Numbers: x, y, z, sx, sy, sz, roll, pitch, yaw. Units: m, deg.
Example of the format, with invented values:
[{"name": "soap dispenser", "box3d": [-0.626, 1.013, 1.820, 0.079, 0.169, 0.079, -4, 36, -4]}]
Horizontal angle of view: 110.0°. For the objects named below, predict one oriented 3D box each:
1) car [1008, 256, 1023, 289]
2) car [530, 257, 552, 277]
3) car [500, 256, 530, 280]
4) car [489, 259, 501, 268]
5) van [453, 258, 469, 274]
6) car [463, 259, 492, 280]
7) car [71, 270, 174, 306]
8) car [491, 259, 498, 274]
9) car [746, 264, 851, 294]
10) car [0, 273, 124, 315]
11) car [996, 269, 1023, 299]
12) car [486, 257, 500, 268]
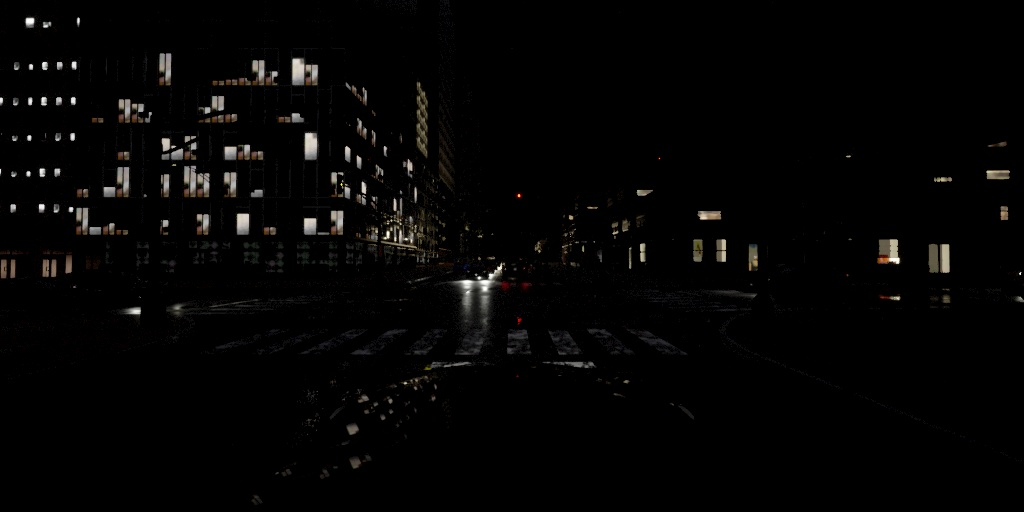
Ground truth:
[{"name": "car", "box3d": [29.295, 0.842, 18.439, 4.553, 1.767, 2.097, -1, -1, 1]}, {"name": "car", "box3d": [2.752, 1.196, 34.972, 1.967, 1.591, 4.097, 0, 0, 0]}, {"name": "car", "box3d": [0.197, 1.107, 31.477, 2.097, 1.767, 4.553, 0, 0, -1]}, {"name": "car", "box3d": [-2.939, 1.236, 62.720, 1.882, 1.535, 5.008, 0, 0, 1]}, {"name": "van", "box3d": [-5.618, 1.097, 40.623, 1.690, 1.789, 3.998, 0, 0, 0]}, {"name": "car", "box3d": [-3.018, 1.281, 32.071, 1.812, 1.442, 4.674, 0, 0, -1]}, {"name": "car", "box3d": [-17.868, 1.360, 15.783, 5.008, 1.535, 1.882, -1, -1, 1]}, {"name": "car", "box3d": [-3.024, 1.321, 42.020, 1.994, 1.385, 4.181, 0, 0, 0]}, {"name": "car", "box3d": [14.762, 1.154, 18.609, 4.674, 1.442, 1.812, -1, -1, 1]}, {"name": "car", "box3d": [-17.398, 1.413, 13.170, 4.207, 1.307, 1.802, 0, 0, 1]}, {"name": "car", "box3d": [20.710, 0.995, 12.734, 4.829, 1.417, 1.751, 0, 0, 1]}, {"name": "car", "box3d": [-3.003, 1.305, 52.300, 2.033, 1.411, 5.357, 0, 0, 0]}]
